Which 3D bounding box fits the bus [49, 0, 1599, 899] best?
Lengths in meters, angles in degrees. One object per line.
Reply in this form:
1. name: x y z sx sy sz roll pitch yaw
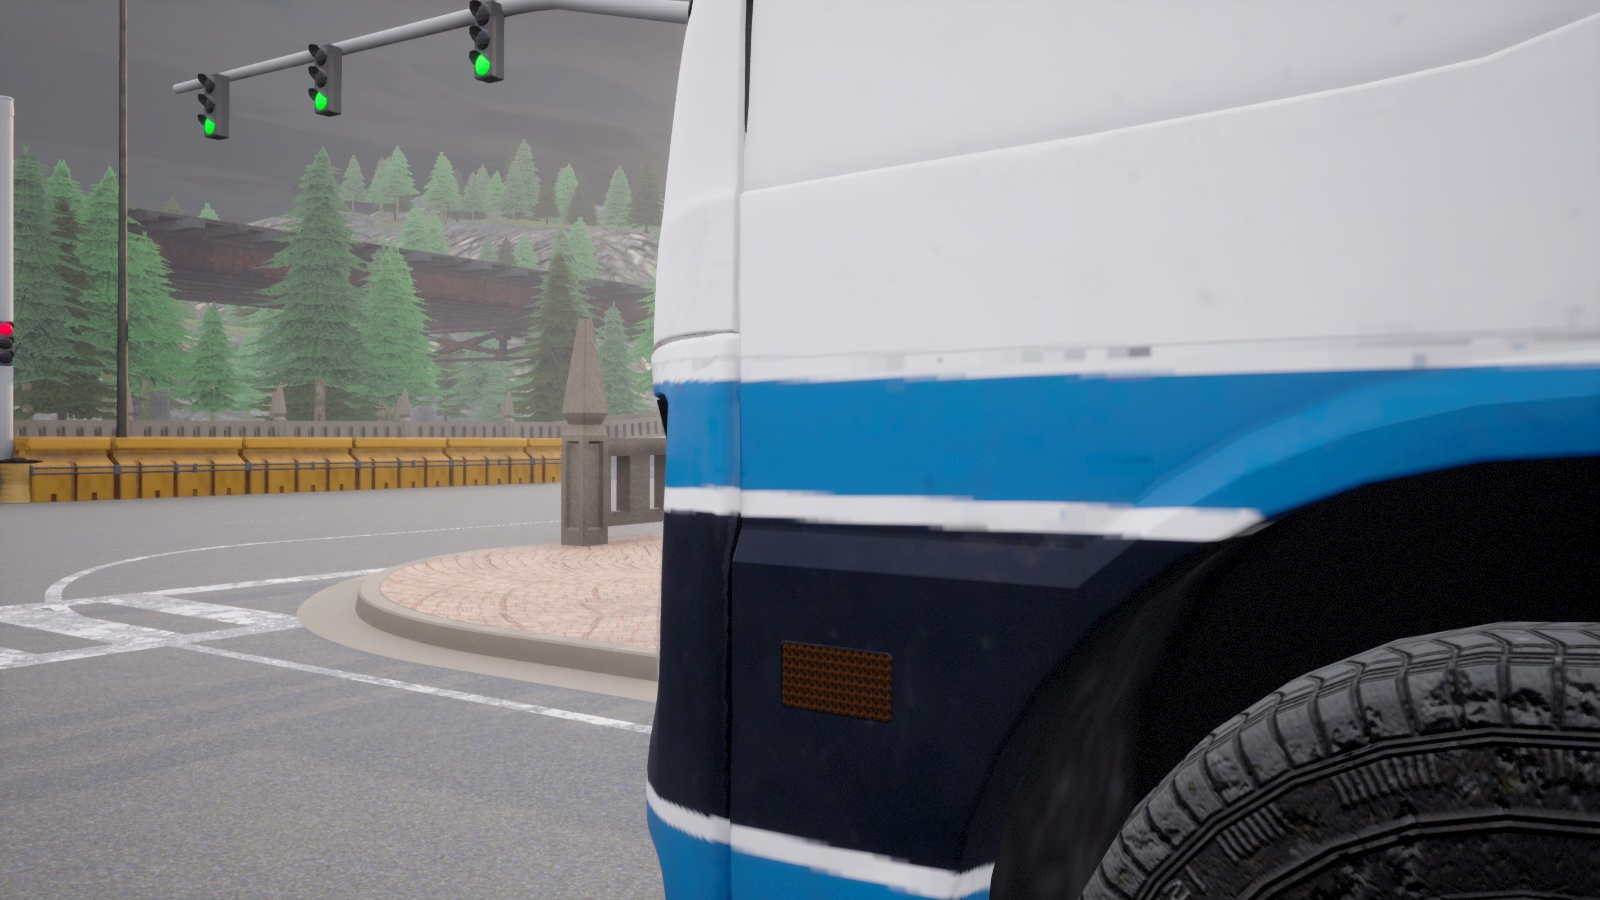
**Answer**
1. bus: 4.151 -0.694 0.838 10.273 4.253 3.944 0 1 34
